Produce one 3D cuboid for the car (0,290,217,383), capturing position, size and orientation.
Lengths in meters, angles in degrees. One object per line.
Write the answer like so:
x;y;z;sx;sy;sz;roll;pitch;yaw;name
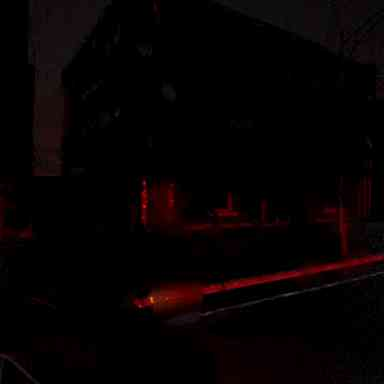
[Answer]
-2.196;1.594;2.324;4.718;1.301;1.895;0;0;-35;car
